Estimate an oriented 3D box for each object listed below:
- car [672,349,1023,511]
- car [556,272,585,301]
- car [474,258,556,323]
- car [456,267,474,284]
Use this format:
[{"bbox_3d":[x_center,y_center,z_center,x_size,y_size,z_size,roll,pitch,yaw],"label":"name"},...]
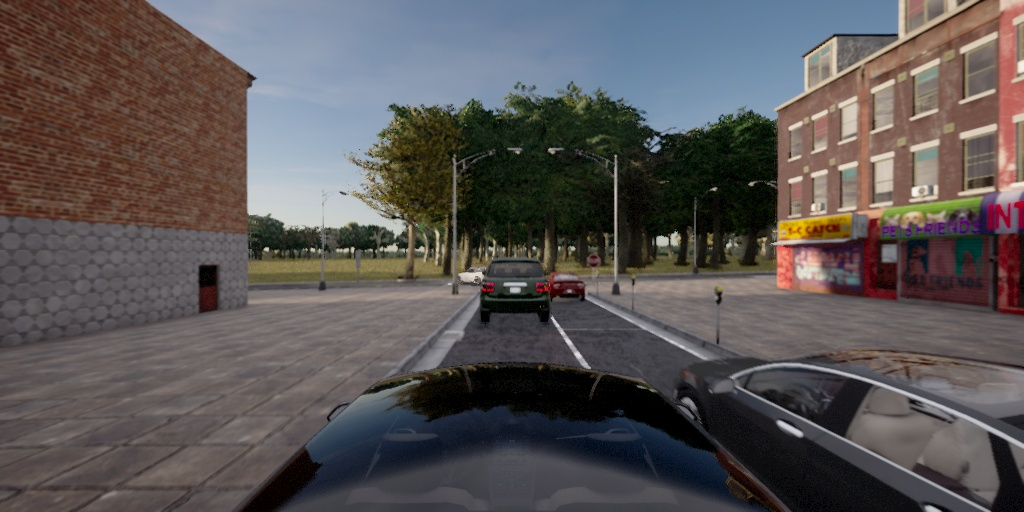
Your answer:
[{"bbox_3d":[2.637,1.307,2.331,2.007,1.370,4.403,0,0,0],"label":"car"},{"bbox_3d":[2.623,1.491,18.550,1.888,1.381,4.507,0,0,0],"label":"car"},{"bbox_3d":[0.090,1.099,12.839,2.150,2.045,5.566,0,-1,0],"label":"car"},{"bbox_3d":[-2.948,1.648,30.490,1.812,1.442,4.674,0,-1,-41],"label":"car"}]
